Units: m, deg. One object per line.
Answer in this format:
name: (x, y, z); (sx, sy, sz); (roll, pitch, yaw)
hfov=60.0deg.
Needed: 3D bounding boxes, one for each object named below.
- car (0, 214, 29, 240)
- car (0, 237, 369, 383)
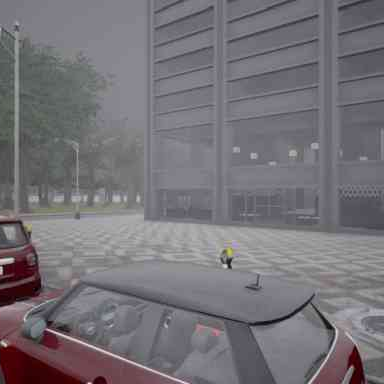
car: (-4.984, 1.315, 6.501); (5.009, 1.841, 2.192); (0, 0, 35)
car: (-0.551, 1.440, 3.351); (4.097, 1.590, 1.967); (0, 0, 35)
